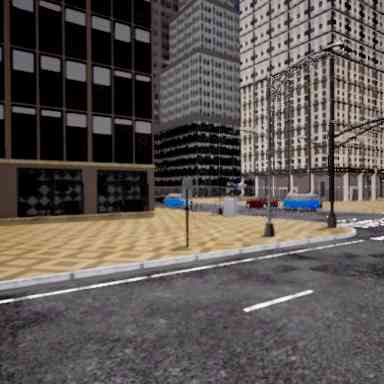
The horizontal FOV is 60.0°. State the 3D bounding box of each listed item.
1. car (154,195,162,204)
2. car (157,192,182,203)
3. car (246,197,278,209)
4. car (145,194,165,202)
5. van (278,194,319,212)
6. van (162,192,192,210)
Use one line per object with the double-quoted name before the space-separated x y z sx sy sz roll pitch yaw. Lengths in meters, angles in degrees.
"car" -4.553 1.184 54.732 2.128 1.511 4.902 -1 0 -34
"car" -3.977 0.968 58.622 2.192 1.841 5.009 0 1 -34
"car" 8.486 1.306 40.308 1.887 1.381 4.507 0 1 -34
"car" -7.088 1.171 63.206 1.887 1.381 4.507 0 1 -34
"van" 11.671 1.128 35.775 1.690 1.788 3.998 0 1 -34
"van" -1.576 1.163 40.167 1.690 1.788 3.998 0 1 -34
